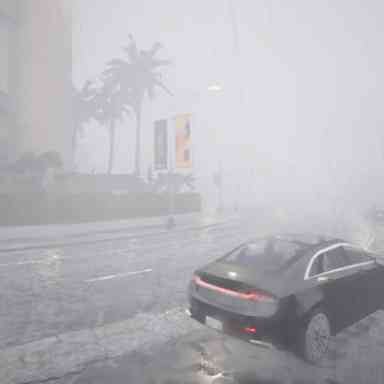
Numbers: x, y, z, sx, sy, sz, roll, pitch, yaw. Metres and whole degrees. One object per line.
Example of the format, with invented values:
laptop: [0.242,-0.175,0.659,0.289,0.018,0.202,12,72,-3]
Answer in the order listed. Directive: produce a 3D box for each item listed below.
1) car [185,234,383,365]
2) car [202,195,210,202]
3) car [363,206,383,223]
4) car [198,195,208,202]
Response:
car: [2.114,1.519,5.965,4.902,1.511,2.128,0,0,-41]
car: [3.518,1.819,85.153,2.097,1.535,5.008,0,0,-4]
car: [14.881,1.727,26.187,1.895,1.301,4.718,0,0,17]
car: [2.917,1.718,91.552,2.185,1.767,4.553,0,0,-4]
